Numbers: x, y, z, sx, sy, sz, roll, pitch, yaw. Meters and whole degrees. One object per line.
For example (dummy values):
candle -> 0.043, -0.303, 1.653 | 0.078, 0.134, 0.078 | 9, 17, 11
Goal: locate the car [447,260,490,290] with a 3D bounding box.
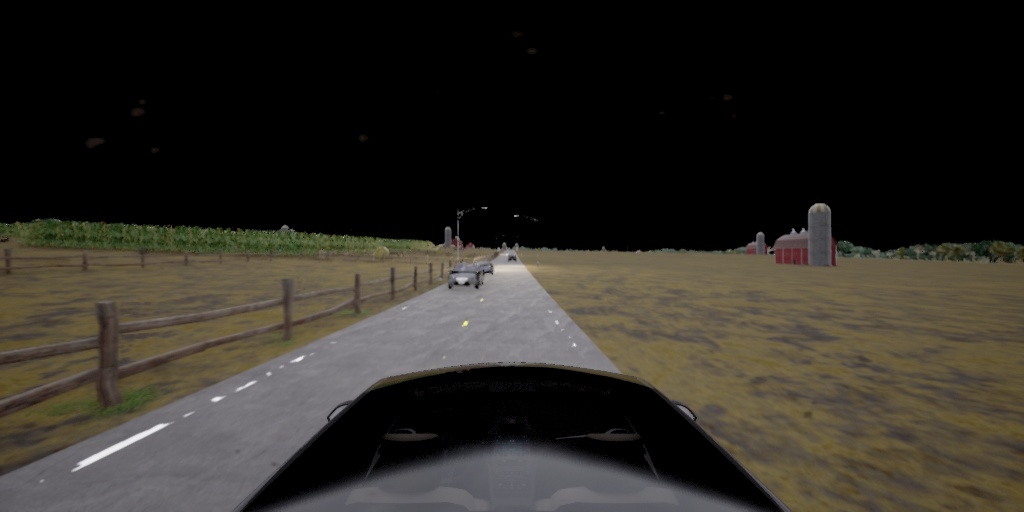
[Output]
car -> -2.766, 1.185, 22.315 | 2.128, 1.511, 4.902 | 0, 0, 0

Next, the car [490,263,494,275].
car -> -2.764, 1.118, 34.705 | 1.994, 1.385, 4.181 | 0, 1, 1
